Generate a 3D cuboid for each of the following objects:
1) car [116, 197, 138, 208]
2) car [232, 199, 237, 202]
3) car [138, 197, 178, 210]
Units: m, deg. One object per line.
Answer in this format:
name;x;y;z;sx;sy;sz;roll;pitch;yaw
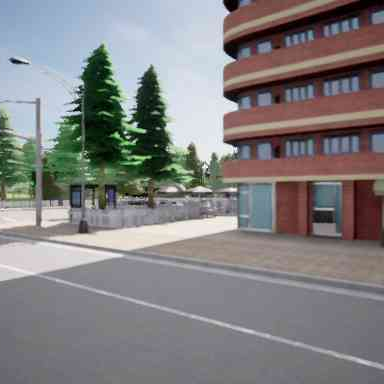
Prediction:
car;-8.167;1.424;44.568;2.128;1.511;4.902;0;0;37
car;9.427;1.537;60.066;4.718;1.301;1.895;0;0;-26
car;-3.533;1.428;39.008;2.128;1.511;4.902;0;0;36
